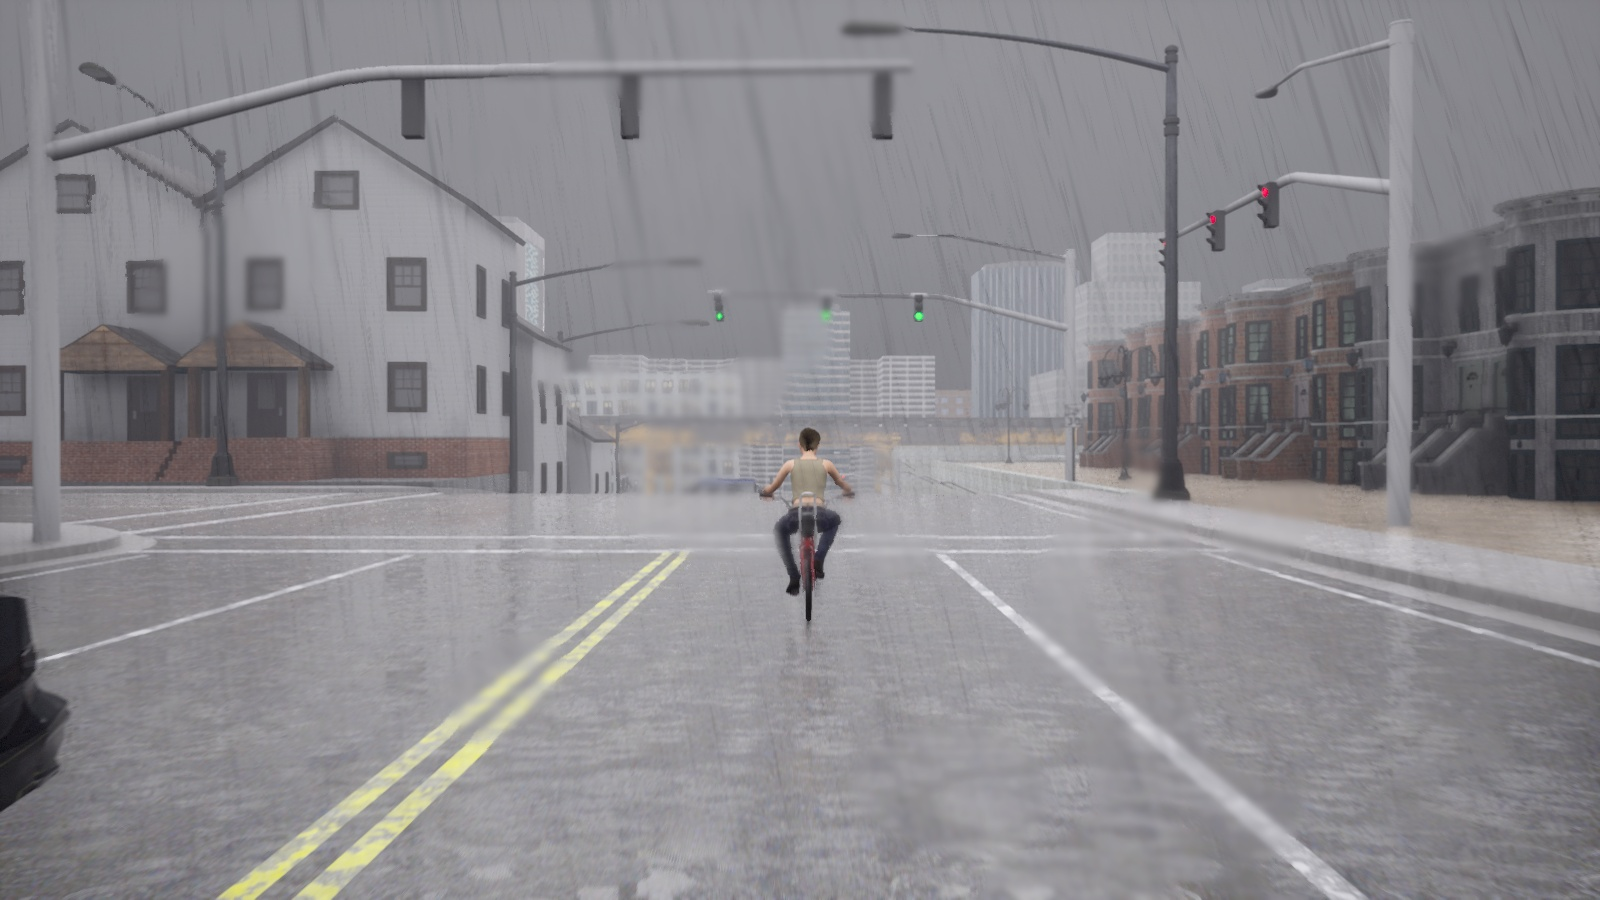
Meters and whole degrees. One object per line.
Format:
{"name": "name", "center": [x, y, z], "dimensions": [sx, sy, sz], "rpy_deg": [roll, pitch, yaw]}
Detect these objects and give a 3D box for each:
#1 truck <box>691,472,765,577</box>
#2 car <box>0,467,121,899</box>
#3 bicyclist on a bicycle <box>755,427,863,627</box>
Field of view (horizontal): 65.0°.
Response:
{"name": "truck", "center": [-3.165, 3.555, 57.371], "dimensions": [2.891, 3.462, 7.936], "rpy_deg": [-1, -13, 0]}
{"name": "car", "center": [-3.475, 0.782, 1.844], "dimensions": [2.033, 1.411, 5.357], "rpy_deg": [0, 0, 0]}
{"name": "bicyclist on a bicycle", "center": [0.076, 0.617, 10.862], "dimensions": [0.866, 1.612, 1.509], "rpy_deg": [0, 0, 0]}
